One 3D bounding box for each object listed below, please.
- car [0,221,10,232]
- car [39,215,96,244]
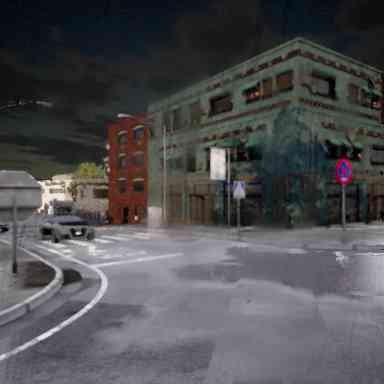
[{"bbox_3d":[-23.132,4.174,39.745,2.033,1.411,5.357,0,-5,-36],"label":"car"},{"bbox_3d":[-6.720,1.923,17.776,1.994,1.385,4.181,0,-3,-37],"label":"car"}]
